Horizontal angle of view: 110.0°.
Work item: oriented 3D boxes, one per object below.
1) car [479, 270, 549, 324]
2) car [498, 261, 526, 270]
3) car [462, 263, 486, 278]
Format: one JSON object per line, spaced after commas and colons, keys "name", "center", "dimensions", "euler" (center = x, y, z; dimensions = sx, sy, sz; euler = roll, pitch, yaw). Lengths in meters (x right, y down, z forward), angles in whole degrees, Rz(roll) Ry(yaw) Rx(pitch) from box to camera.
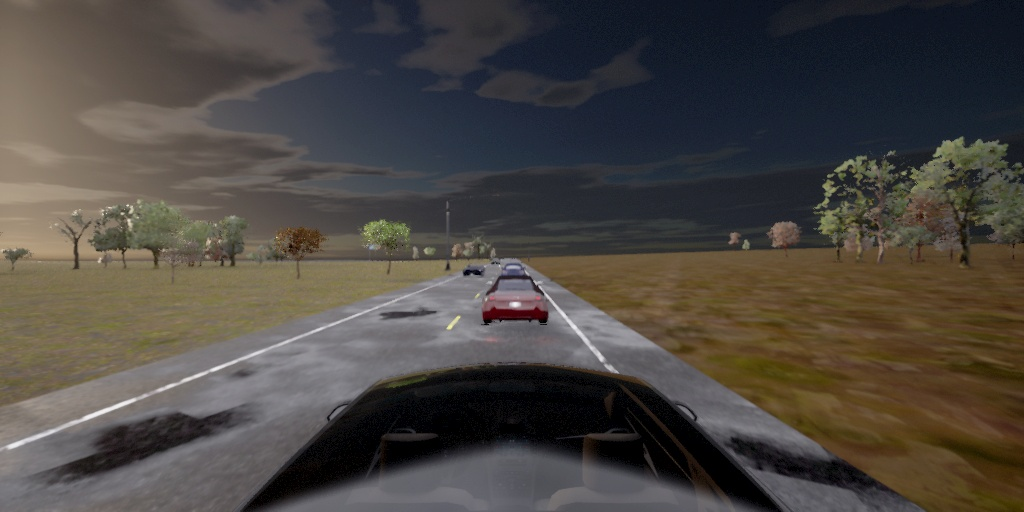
{"name": "car", "center": [0.096, 1.320, 11.973], "dimensions": [1.994, 1.385, 4.181], "euler": [0, 0, 0]}
{"name": "car", "center": [0.103, 1.288, 27.808], "dimensions": [1.812, 1.442, 4.674], "euler": [0, 0, 0]}
{"name": "car", "center": [-3.586, 1.366, 34.415], "dimensions": [1.895, 1.301, 4.718], "euler": [0, 0, 0]}
